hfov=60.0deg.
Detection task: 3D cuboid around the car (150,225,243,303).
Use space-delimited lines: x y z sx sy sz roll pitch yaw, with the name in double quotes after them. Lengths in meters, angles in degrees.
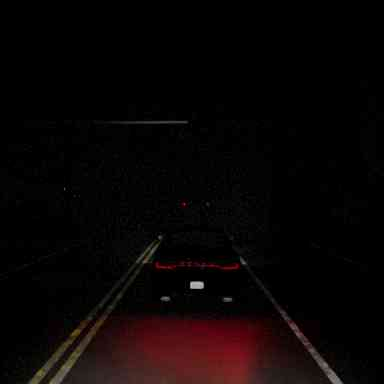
0.097 1.591 8.568 1.882 1.535 5.008 1 -1 0 "car"
